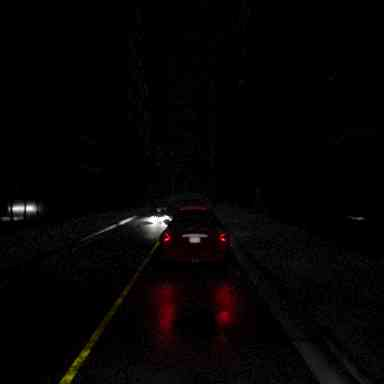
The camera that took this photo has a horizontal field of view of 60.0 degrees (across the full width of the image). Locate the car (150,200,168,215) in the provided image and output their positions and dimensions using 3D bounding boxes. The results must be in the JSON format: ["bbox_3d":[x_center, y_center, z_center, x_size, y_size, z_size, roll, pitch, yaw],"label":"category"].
[{"bbox_3d":[-3.093,1.525,33.513,2.128,1.511,4.902,0,0,0],"label":"car"}]

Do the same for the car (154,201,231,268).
[{"bbox_3d":[0.086,1.360,11.413,2.097,1.767,4.553,0,0,0],"label":"car"}]
